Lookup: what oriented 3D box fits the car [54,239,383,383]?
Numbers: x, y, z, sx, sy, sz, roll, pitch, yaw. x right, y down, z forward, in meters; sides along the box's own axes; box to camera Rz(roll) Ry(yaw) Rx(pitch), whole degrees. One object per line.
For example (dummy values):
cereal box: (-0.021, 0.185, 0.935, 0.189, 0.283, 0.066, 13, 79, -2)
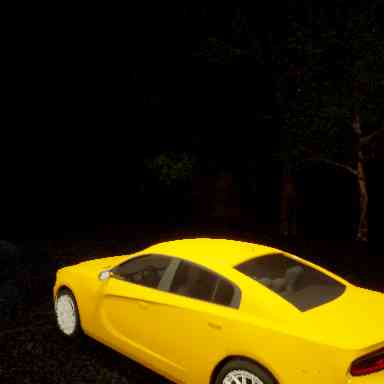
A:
car: (0.020, 1.370, 4.388, 5.008, 1.535, 1.882, 1, 0, 42)
